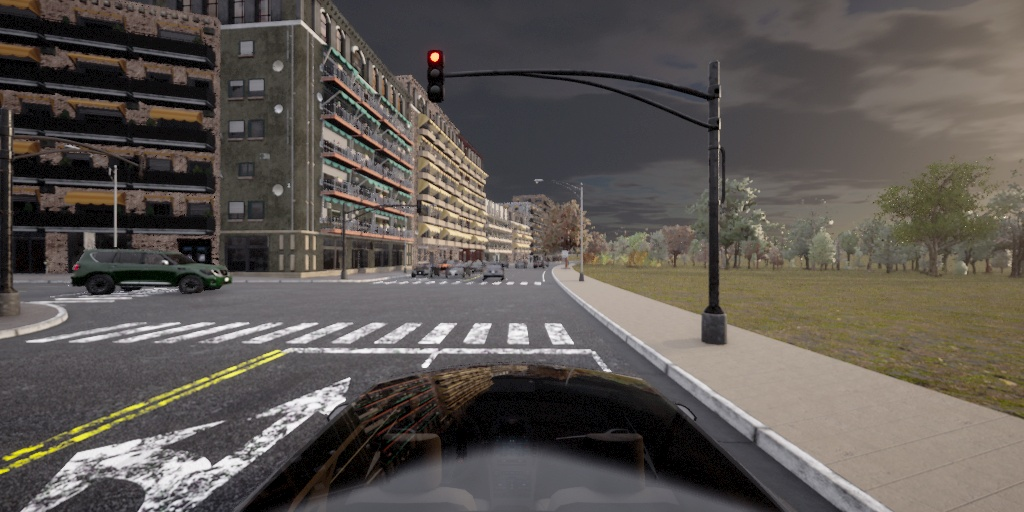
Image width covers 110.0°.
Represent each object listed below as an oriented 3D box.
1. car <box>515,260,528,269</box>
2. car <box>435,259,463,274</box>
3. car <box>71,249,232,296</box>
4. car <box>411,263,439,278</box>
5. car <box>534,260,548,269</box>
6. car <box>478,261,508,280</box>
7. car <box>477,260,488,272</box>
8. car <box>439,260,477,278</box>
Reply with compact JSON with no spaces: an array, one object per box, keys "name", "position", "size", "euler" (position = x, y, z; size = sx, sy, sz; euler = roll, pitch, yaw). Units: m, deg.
[{"name":"car","position":[1.698,1.505,64.948],"size":[2.128,1.511,4.902],"euler":[0,0,9]},{"name":"car","position":[-7.606,1.243,43.741],"size":[2.097,1.767,4.553],"euler":[0,0,6]},{"name":"car","position":[-16.919,0.747,17.149],"size":[5.566,2.045,2.150],"euler":[2,-1,-17]},{"name":"car","position":[-8.383,1.413,35.320],"size":[1.994,1.385,4.181],"euler":[0,0,5]},{"name":"car","position":[4.979,1.520,64.897],"size":[1.837,1.490,4.892],"euler":[0,0,9]},{"name":"car","position":[-1.607,1.382,32.004],"size":[2.033,1.411,5.357],"euler":[0,0,-1]},{"name":"car","position":[-4.294,1.399,44.254],"size":[1.837,1.490,4.892],"euler":[0,0,6]},{"name":"car","position":[-5.153,1.339,34.951],"size":[2.128,1.511,4.902],"euler":[0,0,5]}]
